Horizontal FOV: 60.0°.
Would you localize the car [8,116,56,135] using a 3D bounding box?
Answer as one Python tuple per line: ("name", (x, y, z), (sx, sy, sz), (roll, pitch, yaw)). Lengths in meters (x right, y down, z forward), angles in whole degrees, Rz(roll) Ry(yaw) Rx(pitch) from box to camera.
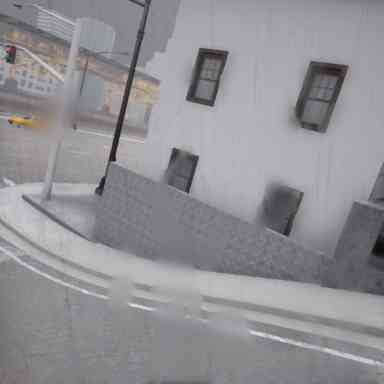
("car", (-16.651, -7.232, 35.137), (1.882, 1.535, 5.008), (24, 13, 34))
